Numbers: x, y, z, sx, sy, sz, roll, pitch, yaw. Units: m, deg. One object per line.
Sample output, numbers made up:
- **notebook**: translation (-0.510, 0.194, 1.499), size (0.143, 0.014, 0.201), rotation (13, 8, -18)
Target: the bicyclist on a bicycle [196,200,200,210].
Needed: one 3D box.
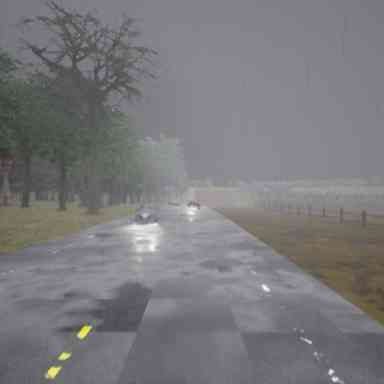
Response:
- **bicyclist on a bicycle**: translation (0.973, 2.003, 52.169), size (0.582, 1.620, 1.656), rotation (0, -1, 0)

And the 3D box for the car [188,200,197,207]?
- **car**: translation (0.011, 2.431, 70.757), size (1.837, 1.490, 4.892), rotation (0, -1, 0)

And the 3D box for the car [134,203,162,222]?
- **car**: translation (-3.591, 1.666, 27.851), size (2.128, 1.511, 4.902), rotation (0, -1, 0)

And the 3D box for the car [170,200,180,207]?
- **car**: translation (-3.489, 2.361, 69.167), size (1.882, 1.535, 5.008), rotation (0, -1, 0)

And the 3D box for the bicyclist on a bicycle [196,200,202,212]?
- **bicyclist on a bicycle**: translation (0.949, 1.825, 43.332), size (0.866, 1.612, 1.509), rotation (0, -1, 0)
